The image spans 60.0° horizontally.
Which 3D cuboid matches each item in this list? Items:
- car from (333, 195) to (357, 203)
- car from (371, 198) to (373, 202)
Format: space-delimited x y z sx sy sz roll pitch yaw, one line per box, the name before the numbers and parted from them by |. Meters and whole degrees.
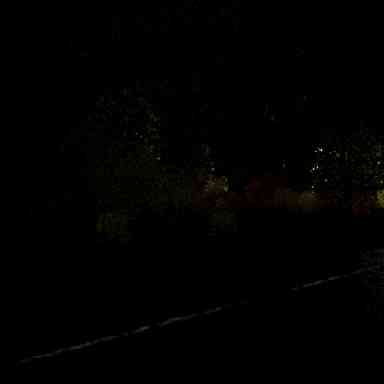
car | 30.202 1.325 65.456 1.837 1.490 4.892 0 0 -37
car | 31.107 1.371 52.695 1.882 1.535 5.008 0 0 -37
